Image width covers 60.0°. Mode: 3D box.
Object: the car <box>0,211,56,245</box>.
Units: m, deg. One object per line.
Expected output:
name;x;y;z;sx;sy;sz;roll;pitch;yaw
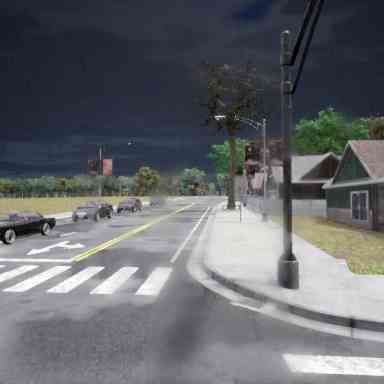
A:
car;-8.444;1.594;15.733;1.895;1.301;4.718;0;0;5

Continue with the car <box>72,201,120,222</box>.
car;-7.571;1.449;25.785;2.128;1.511;4.902;0;0;5

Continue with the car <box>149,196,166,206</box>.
car;-5.270;1.439;51.262;1.837;1.490;4.892;0;0;5

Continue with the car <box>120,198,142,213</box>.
car;-6.684;1.429;35.990;1.837;1.490;4.892;0;0;5
